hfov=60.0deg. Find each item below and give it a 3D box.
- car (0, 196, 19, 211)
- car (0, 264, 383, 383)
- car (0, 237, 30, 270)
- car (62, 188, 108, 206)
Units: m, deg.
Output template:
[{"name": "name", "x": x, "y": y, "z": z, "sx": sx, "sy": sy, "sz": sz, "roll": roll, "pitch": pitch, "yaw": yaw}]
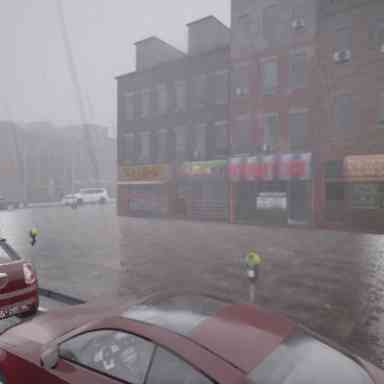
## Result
[{"name": "car", "x": -18.818, "y": 1.137, "z": 31.099, "sx": 1.837, "sy": 1.490, "sz": 4.892, "roll": 0, "pitch": 2, "yaw": 35}, {"name": "car", "x": -0.250, "y": 1.584, "z": 2.984, "sx": 4.206, "sy": 1.307, "sz": 1.802, "roll": 0, "pitch": 0, "yaw": 36}, {"name": "car", "x": -4.700, "y": 1.451, "z": 6.159, "sx": 4.097, "sy": 1.590, "sz": 1.967, "roll": 0, "pitch": 0, "yaw": 36}, {"name": "car", "x": -12.634, "y": 0.579, "z": 39.804, "sx": 2.150, "sy": 2.045, "sz": 5.566, "roll": 0, "pitch": 2, "yaw": 35}]
